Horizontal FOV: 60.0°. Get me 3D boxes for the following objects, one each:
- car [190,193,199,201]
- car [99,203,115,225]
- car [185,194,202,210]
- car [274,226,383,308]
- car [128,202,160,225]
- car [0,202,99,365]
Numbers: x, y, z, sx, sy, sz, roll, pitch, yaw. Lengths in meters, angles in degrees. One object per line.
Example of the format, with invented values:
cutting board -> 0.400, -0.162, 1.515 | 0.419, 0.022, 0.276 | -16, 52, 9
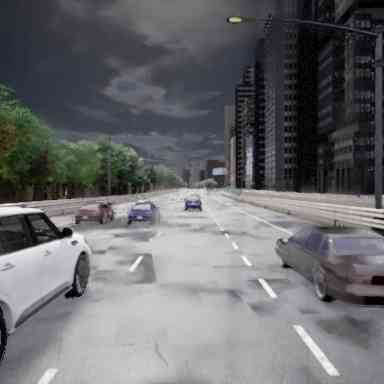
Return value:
car -> 0.568, 1.053, 73.433 | 1.882, 1.535, 5.008 | 0, 1, 1
car -> -6.840, 1.461, 23.634 | 1.812, 1.442, 4.674 | 0, 0, 0
car -> 0.174, 1.337, 40.128 | 2.163, 1.488, 4.792 | 0, 0, 0
car -> 3.505, 1.537, 8.153 | 2.033, 1.411, 5.357 | 0, 0, 0
car -> -3.340, 1.462, 23.617 | 1.812, 1.442, 4.674 | 0, 0, 0
car -> -3.396, 1.215, 5.331 | 2.150, 2.045, 5.566 | 0, 0, 0
